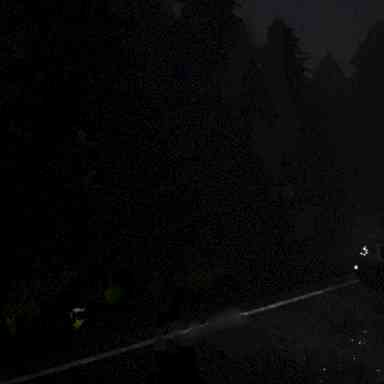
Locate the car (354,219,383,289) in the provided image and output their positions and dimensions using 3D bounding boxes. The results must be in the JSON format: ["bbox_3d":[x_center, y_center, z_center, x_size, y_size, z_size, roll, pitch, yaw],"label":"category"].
[{"bbox_3d":[6.293,1.282,8.271,5.566,2.045,2.150,0,0,-37],"label":"car"}]
